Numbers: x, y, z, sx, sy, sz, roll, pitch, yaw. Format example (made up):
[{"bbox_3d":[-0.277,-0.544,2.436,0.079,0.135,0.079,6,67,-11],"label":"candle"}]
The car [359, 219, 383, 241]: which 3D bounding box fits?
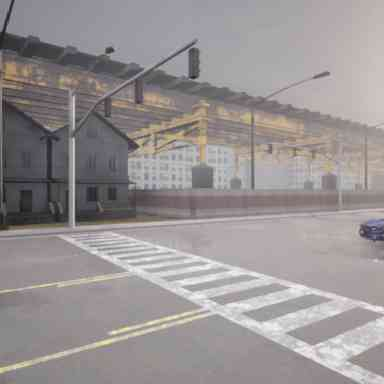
[{"bbox_3d":[9.883,1.474,14.210,5.008,1.535,1.882,0,-1,6],"label":"car"}]
